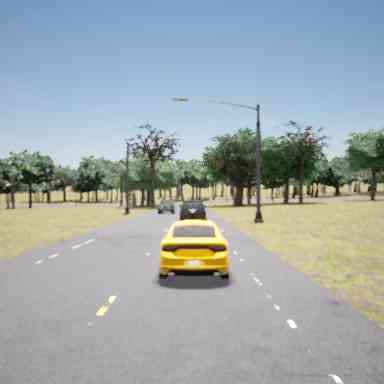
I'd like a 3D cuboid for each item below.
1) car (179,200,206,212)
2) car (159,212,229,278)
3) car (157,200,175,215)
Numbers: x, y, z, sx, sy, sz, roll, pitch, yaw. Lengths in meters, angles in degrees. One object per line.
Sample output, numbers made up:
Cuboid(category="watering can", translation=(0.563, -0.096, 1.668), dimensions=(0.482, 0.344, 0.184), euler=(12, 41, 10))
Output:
Cuboid(category="car", translation=(0.073, 1.732, 29.048), dimensions=(2.150, 2.045, 5.566), euler=(0, -1, 0))
Cuboid(category="car", translation=(0.066, 1.631, 10.677), dimensions=(1.882, 1.535, 5.008), euler=(0, -1, 0))
Cuboid(category="car", translation=(-3.600, 2.094, 47.087), dimensions=(2.150, 2.045, 5.566), euler=(0, -1, 0))
